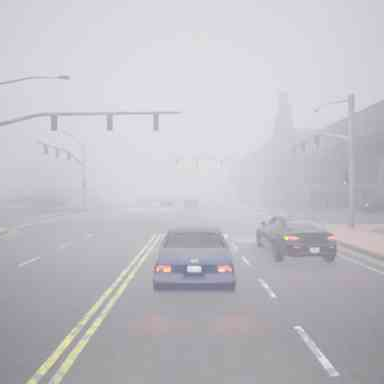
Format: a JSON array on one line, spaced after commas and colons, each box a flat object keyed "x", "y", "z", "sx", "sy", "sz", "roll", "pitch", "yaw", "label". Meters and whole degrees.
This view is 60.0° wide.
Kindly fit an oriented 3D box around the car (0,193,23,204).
[{"x": -38.960, "y": 1.101, "z": 70.898, "sx": 4.605, "sy": 1.855, "sz": 1.932, "roll": 0, "pitch": 0, "yaw": 0, "label": "car"}]

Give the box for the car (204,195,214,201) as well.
[{"x": 4.102, "y": 1.491, "z": 78.736, "sx": 1.994, "sy": 1.385, "sz": 4.181, "roll": 0, "pitch": 0, "yaw": 2, "label": "car"}]

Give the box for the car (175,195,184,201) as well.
[{"x": -2.869, "y": 1.380, "z": 79.912, "sx": 1.837, "sy": 1.490, "sz": 4.892, "roll": 0, "pitch": 0, "yaw": 2, "label": "car"}]

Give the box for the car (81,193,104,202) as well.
[{"x": -21.440, "y": 1.104, "z": 70.908, "sx": 3.866, "sy": 1.878, "sz": 1.905, "roll": 0, "pitch": 0, "yaw": 0, "label": "car"}]

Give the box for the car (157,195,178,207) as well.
[{"x": -3.687, "y": 1.563, "z": 50.885, "sx": 1.895, "sy": 1.301, "sz": 4.718, "roll": 0, "pitch": 0, "yaw": 1, "label": "car"}]

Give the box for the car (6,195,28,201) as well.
[{"x": -38.895, "y": 1.310, "z": 73.795, "sx": 3.905, "sy": 1.438, "sz": 1.784, "roll": 0, "pitch": 0, "yaw": 0, "label": "car"}]

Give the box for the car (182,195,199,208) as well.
[{"x": -0.054, "y": 1.443, "z": 46.630, "sx": 1.882, "sy": 1.535, "sz": 5.008, "roll": 0, "pitch": 0, "yaw": 1, "label": "car"}]

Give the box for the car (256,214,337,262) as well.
[{"x": 3.566, "y": 1.517, "z": 11.953, "sx": 1.812, "sy": 1.442, "sz": 4.674, "roll": 0, "pitch": 0, "yaw": 0, "label": "car"}]

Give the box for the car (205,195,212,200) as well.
[{"x": 4.359, "y": 1.405, "z": 88.527, "sx": 1.994, "sy": 1.385, "sz": 4.181, "roll": 0, "pitch": 0, "yaw": 2, "label": "car"}]

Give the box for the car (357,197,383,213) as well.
[{"x": 20.024, "y": 1.326, "z": 35.198, "sx": 4.553, "sy": 1.767, "sz": 2.097, "roll": 0, "pitch": 0, "yaw": 0, "label": "car"}]

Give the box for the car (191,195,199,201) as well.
[{"x": 0.690, "y": 1.464, "z": 82.101, "sx": 1.812, "sy": 1.442, "sz": 4.674, "roll": 0, "pitch": 0, "yaw": 2, "label": "car"}]

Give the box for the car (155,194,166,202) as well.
[{"x": -6.801, "y": 1.516, "z": 64.880, "sx": 1.994, "sy": 1.385, "sz": 4.181, "roll": 0, "pitch": 0, "yaw": 2, "label": "car"}]

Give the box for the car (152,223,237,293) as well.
[{"x": 0.060, "y": 1.541, "z": 8.963, "sx": 2.033, "sy": 1.411, "sz": 5.357, "roll": 0, "pitch": 0, "yaw": 0, "label": "car"}]

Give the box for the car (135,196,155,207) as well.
[{"x": -7.216, "y": 1.455, "z": 49.370, "sx": 2.128, "sy": 1.511, "sz": 4.902, "roll": 0, "pitch": 0, "yaw": 1, "label": "car"}]

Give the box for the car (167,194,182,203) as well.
[{"x": -3.287, "y": 1.516, "z": 65.370, "sx": 1.994, "sy": 1.385, "sz": 4.181, "roll": 0, "pitch": 0, "yaw": 2, "label": "car"}]

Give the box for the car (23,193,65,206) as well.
[{"x": -21.471, "y": 1.118, "z": 48.390, "sx": 4.605, "sy": 1.855, "sz": 1.932, "roll": 0, "pitch": 0, "yaw": 0, "label": "car"}]
